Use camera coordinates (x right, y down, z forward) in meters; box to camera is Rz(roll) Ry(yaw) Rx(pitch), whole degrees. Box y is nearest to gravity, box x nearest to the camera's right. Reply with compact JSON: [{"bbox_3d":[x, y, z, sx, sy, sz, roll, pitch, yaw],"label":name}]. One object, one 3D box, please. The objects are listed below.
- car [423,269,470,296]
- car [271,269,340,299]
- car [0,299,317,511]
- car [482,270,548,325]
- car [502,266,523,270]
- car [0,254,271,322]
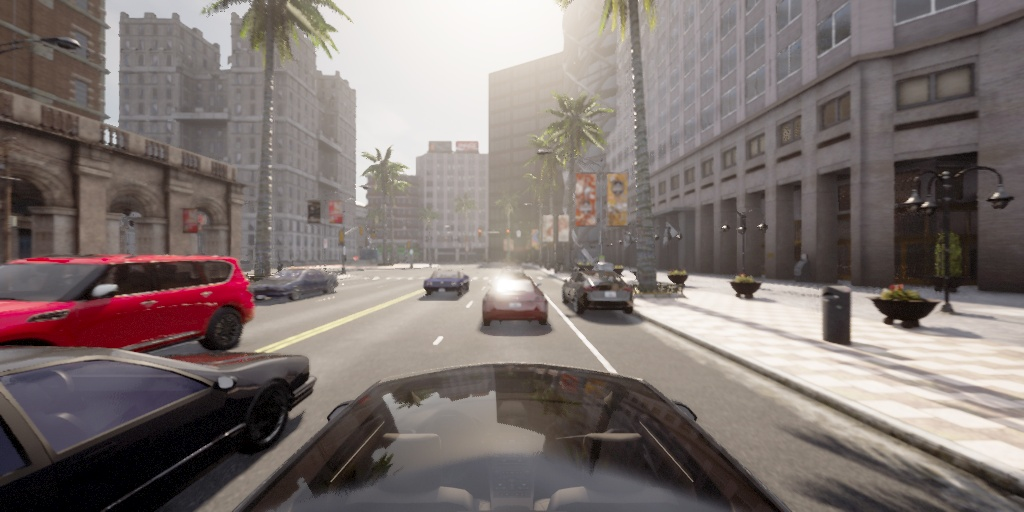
[{"bbox_3d":[-3.449,1.399,19.838,1.895,1.301,4.718,0,0,0],"label":"car"},{"bbox_3d":[-10.622,1.338,17.868,2.033,1.411,5.357,0,0,0],"label":"car"},{"bbox_3d":[-3.394,1.297,2.073,2.033,1.411,5.357,0,0,0],"label":"car"},{"bbox_3d":[0.080,1.342,12.014,1.994,1.385,4.181,0,0,0],"label":"car"},{"bbox_3d":[0.028,1.417,26.258,1.895,1.301,4.718,0,0,0],"label":"car"},{"bbox_3d":[-7.106,0.981,6.110,2.150,2.045,5.566,0,0,0],"label":"car"}]
